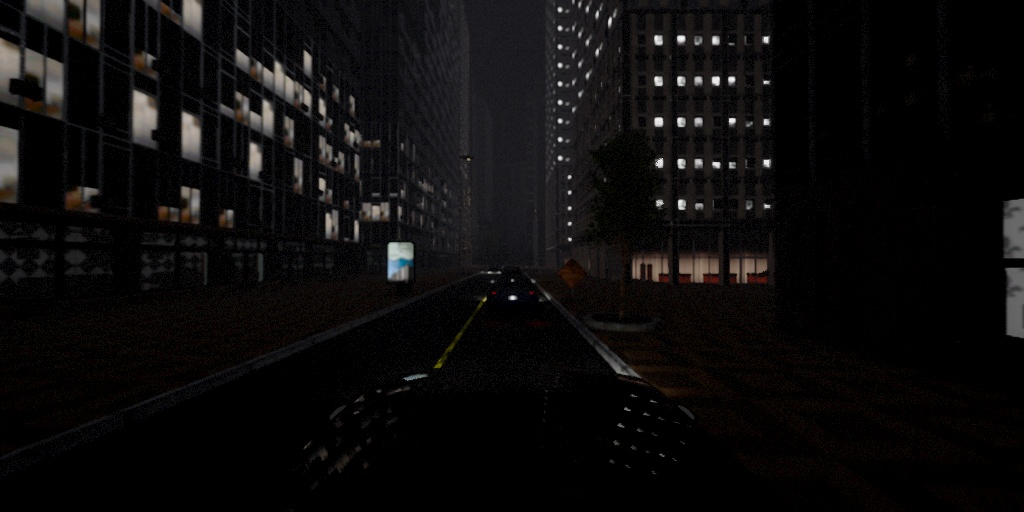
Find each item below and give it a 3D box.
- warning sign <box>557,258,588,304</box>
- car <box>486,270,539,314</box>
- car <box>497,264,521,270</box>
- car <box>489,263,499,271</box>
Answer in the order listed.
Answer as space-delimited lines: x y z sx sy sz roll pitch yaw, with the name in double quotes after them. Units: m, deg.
2.510 1.010 14.961 1.300 1.860 1.060 0 0 0 "warning sign"
0.041 1.455 14.536 1.994 1.385 4.181 0 -1 0 "car"
0.029 1.564 29.197 1.837 1.490 4.892 0 0 0 "car"
-2.830 1.933 60.529 1.837 1.490 4.892 0 0 1 "car"
